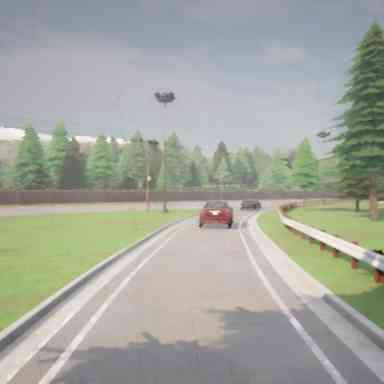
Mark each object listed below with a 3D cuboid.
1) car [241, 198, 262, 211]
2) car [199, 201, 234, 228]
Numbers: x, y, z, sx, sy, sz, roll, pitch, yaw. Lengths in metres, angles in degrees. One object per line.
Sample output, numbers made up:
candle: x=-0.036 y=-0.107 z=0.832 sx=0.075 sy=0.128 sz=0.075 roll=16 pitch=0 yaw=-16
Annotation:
car: x=7.472 y=1.515 z=41.828 sx=2.128 sy=1.511 sz=4.902 roll=0 pitch=0 yaw=23
car: x=1.750 y=1.360 z=22.685 sx=2.097 sy=1.767 sz=4.553 roll=0 pitch=0 yaw=9
